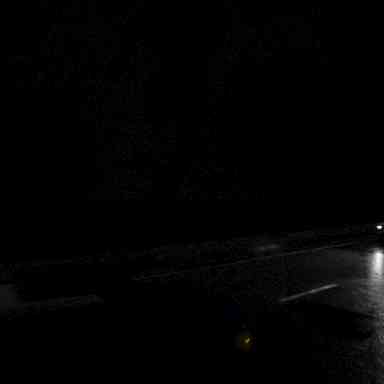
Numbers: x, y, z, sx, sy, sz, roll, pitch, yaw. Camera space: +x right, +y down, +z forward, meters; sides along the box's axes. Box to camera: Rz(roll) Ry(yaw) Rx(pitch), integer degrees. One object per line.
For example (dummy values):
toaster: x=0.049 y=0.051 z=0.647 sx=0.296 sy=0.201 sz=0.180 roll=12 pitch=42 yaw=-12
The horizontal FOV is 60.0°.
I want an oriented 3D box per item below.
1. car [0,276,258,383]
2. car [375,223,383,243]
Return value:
car: x=-1.494 y=1.527 z=2.618 sx=4.674 sy=1.442 sz=1.812 roll=0 pitch=0 yaw=-35
car: x=10.175 y=1.594 z=14.846 sx=4.718 sy=1.301 sz=1.895 roll=0 pitch=0 yaw=-35
